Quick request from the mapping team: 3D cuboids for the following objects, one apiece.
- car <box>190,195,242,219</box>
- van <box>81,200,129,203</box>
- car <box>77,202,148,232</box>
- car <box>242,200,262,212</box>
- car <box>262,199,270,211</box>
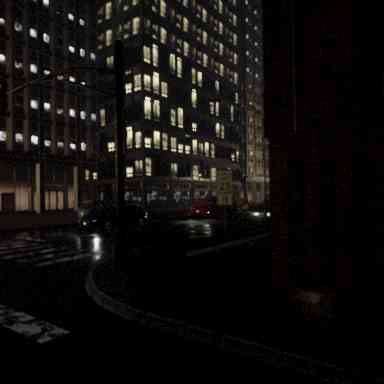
[{"bbox_3d":[2.085,1.323,30.659,2.150,2.045,5.566,-1,-1,35],"label":"car"},{"bbox_3d":[-6.164,1.473,23.564,1.690,1.788,3.998,-2,-1,36],"label":"van"},{"bbox_3d":[-4.814,1.582,21.033,1.837,1.490,4.892,-1,-1,33],"label":"car"},{"bbox_3d":[6.647,1.701,41.490,1.752,1.417,4.829,-2,-1,36],"label":"car"},{"bbox_3d":[9.656,1.604,41.204,1.882,1.535,5.008,-1,-1,36],"label":"car"}]
